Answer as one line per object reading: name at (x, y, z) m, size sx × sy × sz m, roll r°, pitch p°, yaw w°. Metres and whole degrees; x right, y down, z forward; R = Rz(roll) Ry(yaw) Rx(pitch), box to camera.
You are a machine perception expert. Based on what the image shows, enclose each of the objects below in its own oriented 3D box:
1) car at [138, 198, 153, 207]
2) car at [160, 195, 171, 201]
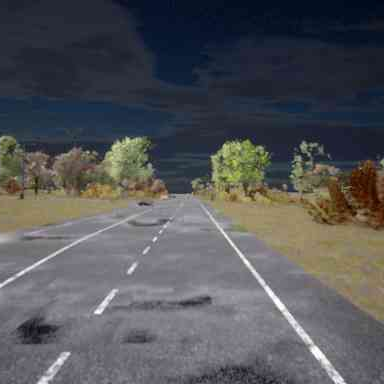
car at (-7.034, 1.633, 50.493) m, size 1.895 × 1.301 × 4.718 m, roll 0°, pitch 0°, yaw 0°
car at (-7.101, 1.543, 86.169) m, size 1.882 × 1.535 × 5.008 m, roll 0°, pitch 0°, yaw 0°
